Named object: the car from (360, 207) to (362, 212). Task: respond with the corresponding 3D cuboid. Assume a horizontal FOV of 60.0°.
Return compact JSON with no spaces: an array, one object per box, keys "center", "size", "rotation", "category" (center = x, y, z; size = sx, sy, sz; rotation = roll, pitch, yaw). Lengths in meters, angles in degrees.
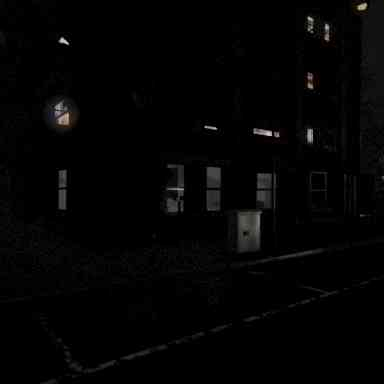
[{"center":[13.169,1.256,31.799],"size":[2.033,1.411,5.357],"rotation":[0,1,-37],"category":"car"}]
